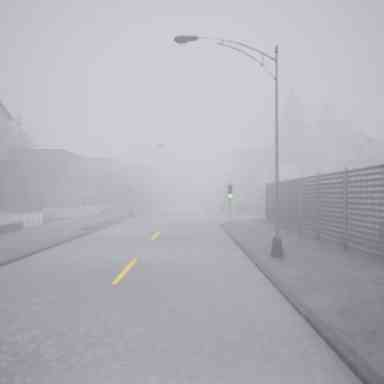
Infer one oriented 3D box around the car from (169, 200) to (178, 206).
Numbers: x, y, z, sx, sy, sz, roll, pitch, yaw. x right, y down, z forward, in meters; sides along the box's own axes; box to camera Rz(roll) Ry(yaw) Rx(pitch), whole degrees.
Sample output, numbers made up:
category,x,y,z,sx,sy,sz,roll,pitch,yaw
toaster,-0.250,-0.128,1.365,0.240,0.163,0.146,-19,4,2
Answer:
category,x,y,z,sx,sy,sz,roll,pitch,yaw
car,-4.023,2.551,72.391,2.033,1.411,5.357,0,-1,0
